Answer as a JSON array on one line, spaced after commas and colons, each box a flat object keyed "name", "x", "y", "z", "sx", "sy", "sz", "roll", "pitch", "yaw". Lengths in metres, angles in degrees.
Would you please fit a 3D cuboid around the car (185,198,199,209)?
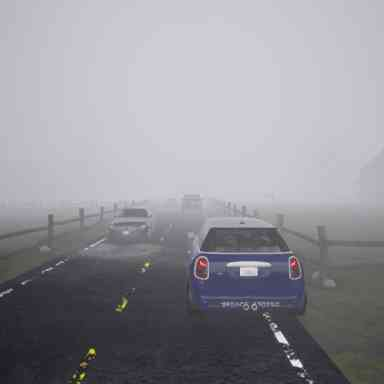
[{"name": "car", "x": -0.040, "y": 1.537, "z": 46.361, "sx": 1.812, "sy": 1.442, "sz": 4.674, "roll": 0, "pitch": 0, "yaw": 0}]

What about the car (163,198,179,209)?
[{"name": "car", "x": -2.839, "y": 1.537, "z": 46.017, "sx": 1.812, "sy": 1.442, "sz": 4.674, "roll": 0, "pitch": 0, "yaw": 0}]

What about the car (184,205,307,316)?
[{"name": "car", "x": 0.947, "y": 1.349, "z": 7.682, "sx": 2.097, "sy": 1.767, "sz": 4.553, "roll": 0, "pitch": 0, "yaw": 0}]

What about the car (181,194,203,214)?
[{"name": "car", "x": 0.002, "y": 1.226, "z": 35.716, "sx": 2.150, "sy": 2.045, "sz": 5.566, "roll": 0, "pitch": 0, "yaw": 0}]

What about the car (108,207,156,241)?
[{"name": "car", "x": -2.884, "y": 1.523, "z": 16.875, "sx": 1.812, "sy": 1.442, "sz": 4.674, "roll": 0, "pitch": 0, "yaw": 0}]
